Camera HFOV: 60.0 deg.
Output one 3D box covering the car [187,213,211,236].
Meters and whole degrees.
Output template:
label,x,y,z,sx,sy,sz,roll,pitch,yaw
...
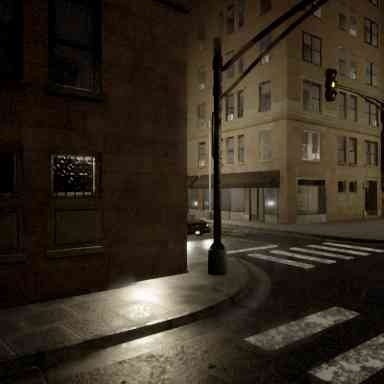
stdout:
label,x,y,z,sx,sy,sz,roll,pitch,yaw
car,-1.278,1.515,17.773,2.033,1.411,5.357,0,0,-36
